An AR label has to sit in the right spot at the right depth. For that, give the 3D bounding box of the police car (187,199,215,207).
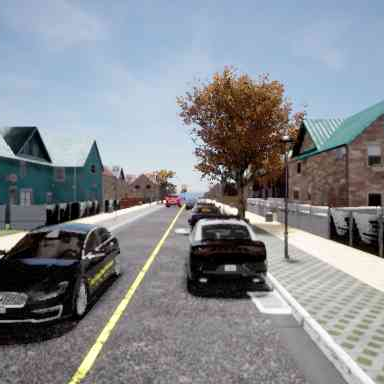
[{"bbox_3d":[0.827,1.442,19.722,1.930,1.638,5.238,0,0,0],"label":"police car"}]

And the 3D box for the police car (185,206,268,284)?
[{"bbox_3d":[0.826,1.432,9.722,1.930,1.638,5.238,0,0,0],"label":"police car"}]

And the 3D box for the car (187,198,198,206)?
[{"bbox_3d":[0.006,1.778,62.528,1.994,1.385,4.181,0,0,0],"label":"car"}]

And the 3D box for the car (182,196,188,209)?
[{"bbox_3d":[0.032,1.657,45.520,2.033,1.411,5.357,0,0,0],"label":"car"}]

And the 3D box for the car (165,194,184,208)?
[{"bbox_3d":[-2.837,1.364,51.074,2.150,2.045,5.566,0,0,0],"label":"car"}]

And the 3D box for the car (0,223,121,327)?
[{"bbox_3d":[-2.850,1.509,7.360,1.837,1.490,4.892,0,0,0],"label":"car"}]
